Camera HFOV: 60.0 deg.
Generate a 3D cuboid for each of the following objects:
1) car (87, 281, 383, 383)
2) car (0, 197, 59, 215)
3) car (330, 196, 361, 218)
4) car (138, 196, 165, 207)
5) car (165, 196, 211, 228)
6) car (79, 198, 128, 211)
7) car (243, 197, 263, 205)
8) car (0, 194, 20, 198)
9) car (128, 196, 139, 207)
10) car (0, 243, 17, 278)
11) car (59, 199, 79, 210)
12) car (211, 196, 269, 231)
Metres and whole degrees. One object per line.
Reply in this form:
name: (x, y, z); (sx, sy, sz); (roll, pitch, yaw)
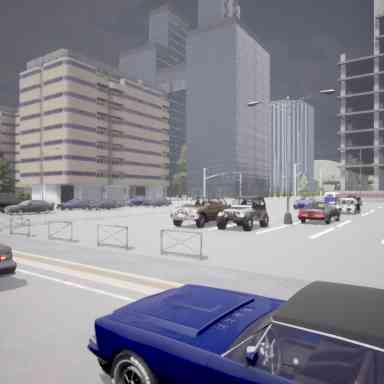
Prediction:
car: (1.154, 1.601, 3.167); (4.718, 1.301, 1.895); (0, 0, 35)
car: (-16.284, 1.526, 33.566); (1.812, 1.442, 4.674); (0, 0, 34)
car: (15.066, 1.395, 32.211); (1.970, 1.475, 3.806); (0, 0, 34)
car: (-5.162, 1.547, 50.154); (2.033, 1.411, 5.357); (0, 0, 34)
car: (0.675, 1.153, 20.922); (1.932, 1.855, 4.605); (0, 0, 34)
car: (-10.954, 1.547, 41.538); (2.033, 1.411, 5.357); (0, 0, 34)
car: (11.381, 1.601, 61.926); (1.895, 1.301, 4.718); (0, 0, 35)
car: (-20.232, 1.222, 34.003); (2.150, 2.045, 5.566); (0, 0, 34)
car: (-8.846, 1.352, 50.909); (2.097, 1.767, 4.553); (0, 0, 35)
car: (-6.692, 1.547, 8.682); (5.357, 1.411, 2.033); (0, 0, 35)
car: (-14.522, 1.547, 42.513); (2.033, 1.411, 5.357); (0, 0, 34)
car: (3.042, 1.156, 19.256); (1.905, 1.878, 3.866); (0, 0, 34)
